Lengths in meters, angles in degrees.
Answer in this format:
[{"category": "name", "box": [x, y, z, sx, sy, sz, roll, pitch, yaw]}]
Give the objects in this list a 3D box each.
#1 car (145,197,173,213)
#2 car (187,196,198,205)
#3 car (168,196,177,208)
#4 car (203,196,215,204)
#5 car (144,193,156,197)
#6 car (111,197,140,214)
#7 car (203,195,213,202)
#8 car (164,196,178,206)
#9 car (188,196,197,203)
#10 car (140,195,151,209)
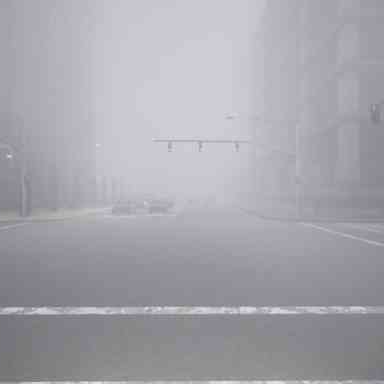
[{"category": "car", "box": [-3.588, 1.551, 37.055, 2.033, 1.411, 5.357, 0, 0, 0]}, {"category": "car", "box": [0.121, 1.484, 60.887, 1.882, 1.535, 5.008, 0, 0, 0]}, {"category": "car", "box": [-3.584, 1.482, 46.702, 1.882, 1.535, 5.008, 0, 0, 0]}, {"category": "car", "box": [3.521, 1.498, 64.593, 2.128, 1.511, 4.902, 0, 0, 0]}, {"category": "car", "box": [-7.070, 1.227, 54.656, 2.150, 2.045, 5.566, 0, 0, 0]}, {"category": "car", "box": [-7.089, 1.508, 34.887, 1.837, 1.490, 4.892, 0, 0, 0]}, {"category": "car", "box": [3.524, 1.515, 73.668, 1.812, 1.442, 4.674, 0, 0, 0]}, {"category": "car", "box": [-3.565, 1.497, 57.065, 2.128, 1.511, 4.902, 0, 0, 0]}, {"category": "car", "box": [0.100, 1.568, 70.680, 1.994, 1.385, 4.181, 0, 0, 0]}, {"category": "car", "box": [-7.084, 1.509, 44.292, 1.837, 1.490, 4.892, 0, 0, 0]}]
